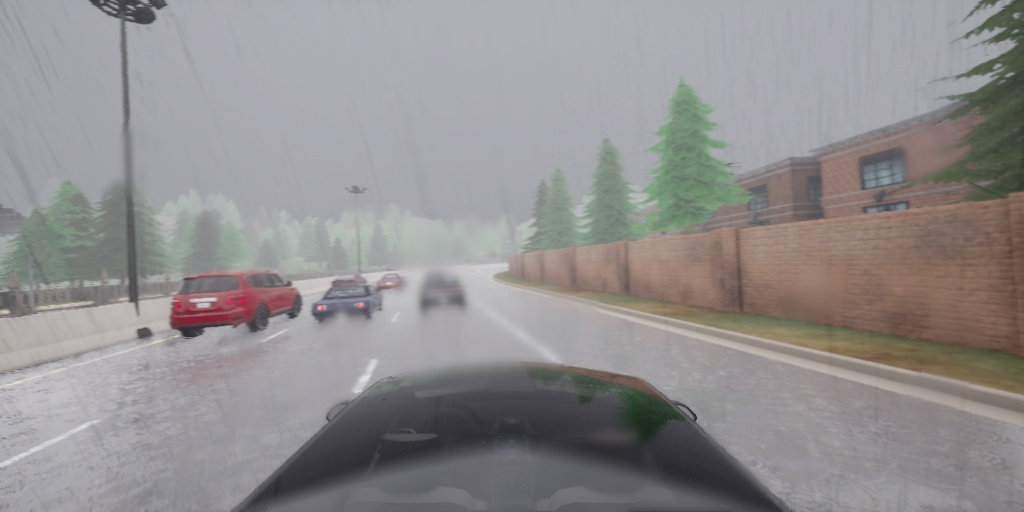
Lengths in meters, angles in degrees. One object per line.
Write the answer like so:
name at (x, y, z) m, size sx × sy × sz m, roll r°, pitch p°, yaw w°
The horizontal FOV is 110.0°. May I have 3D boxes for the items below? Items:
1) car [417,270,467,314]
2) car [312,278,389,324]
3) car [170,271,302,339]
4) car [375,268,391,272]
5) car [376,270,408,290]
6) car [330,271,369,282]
car at (-3.126, 1.563, 15.914) m, size 2.128 × 1.511 × 4.902 m, roll -3°, pitch -1°, yaw -13°
car at (-6.374, 1.818, 14.478) m, size 1.895 × 1.301 × 4.718 m, roll -3°, pitch -1°, yaw -13°
car at (-9.664, 1.589, 13.119) m, size 2.150 × 2.045 × 5.566 m, roll -3°, pitch 0°, yaw -13°
car at (-21.447, 2.851, 59.612) m, size 2.097 × 1.767 × 4.553 m, roll -3°, pitch -1°, yaw 7°
car at (-9.882, 2.136, 29.698) m, size 1.994 × 1.385 × 4.181 m, roll -3°, pitch -1°, yaw -10°
car at (-13.492, 2.233, 30.017) m, size 1.882 × 1.535 × 5.008 m, roll -3°, pitch 0°, yaw -10°
